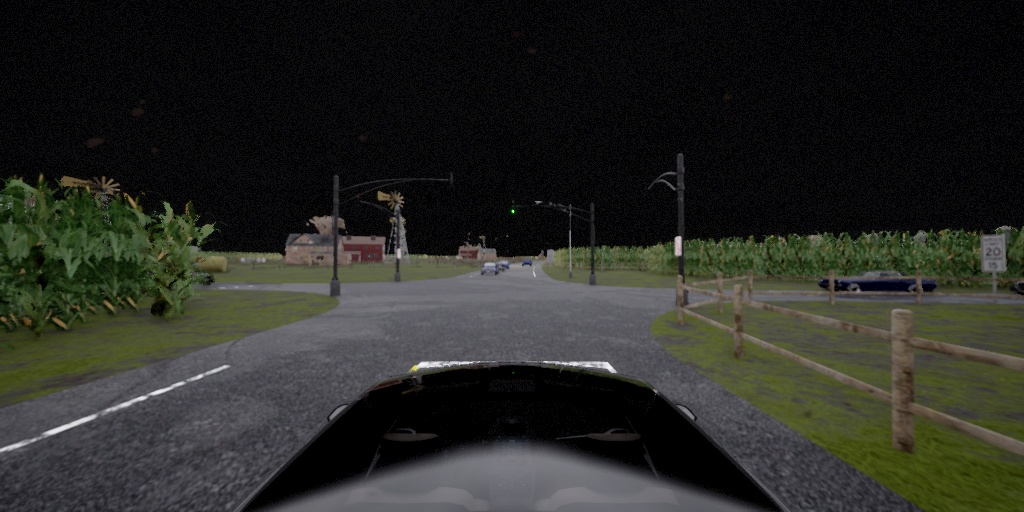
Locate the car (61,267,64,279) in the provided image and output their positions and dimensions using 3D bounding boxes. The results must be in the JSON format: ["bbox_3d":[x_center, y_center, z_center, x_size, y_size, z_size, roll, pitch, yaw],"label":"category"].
[{"bbox_3d":[-32.832,1.333,26.327,4.902,1.511,2.128,0,-1,9],"label":"car"}]

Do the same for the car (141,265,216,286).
[{"bbox_3d":[-22.999,1.349,24.692,4.892,1.490,1.837,0,-1,9],"label":"car"}]

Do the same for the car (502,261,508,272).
[{"bbox_3d":[-2.113,1.617,53.556,1.994,1.385,4.181,0,0,5],"label":"car"}]

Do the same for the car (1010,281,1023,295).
[{"bbox_3d":[29.333,1.482,18.697,4.181,1.385,1.994,0,-1,10],"label":"car"}]

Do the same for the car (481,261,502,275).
[{"bbox_3d":[-2.633,1.524,43.550,1.812,1.442,4.674,0,0,3],"label":"car"}]

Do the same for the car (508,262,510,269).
[{"bbox_3d":[-1.464,1.585,63.894,1.882,1.535,5.008,0,0,3],"label":"car"}]

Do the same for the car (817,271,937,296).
[{"bbox_3d":[20.364,1.514,20.237,4.718,1.301,1.895,0,-1,9],"label":"car"}]
